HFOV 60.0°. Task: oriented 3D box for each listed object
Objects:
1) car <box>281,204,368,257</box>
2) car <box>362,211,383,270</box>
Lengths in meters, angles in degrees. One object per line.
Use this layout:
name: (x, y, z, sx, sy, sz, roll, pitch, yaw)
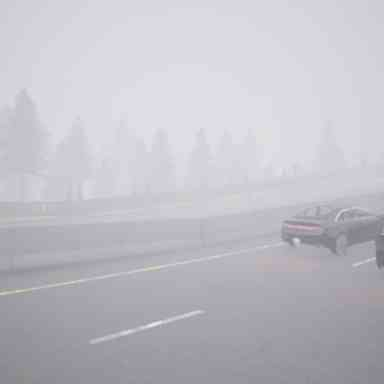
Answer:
car: (5.253, 1.177, 11.800, 4.902, 1.511, 2.128, -4, 2, -35)
car: (6.668, 1.196, 8.518, 5.008, 1.535, 1.882, -3, 2, -35)
